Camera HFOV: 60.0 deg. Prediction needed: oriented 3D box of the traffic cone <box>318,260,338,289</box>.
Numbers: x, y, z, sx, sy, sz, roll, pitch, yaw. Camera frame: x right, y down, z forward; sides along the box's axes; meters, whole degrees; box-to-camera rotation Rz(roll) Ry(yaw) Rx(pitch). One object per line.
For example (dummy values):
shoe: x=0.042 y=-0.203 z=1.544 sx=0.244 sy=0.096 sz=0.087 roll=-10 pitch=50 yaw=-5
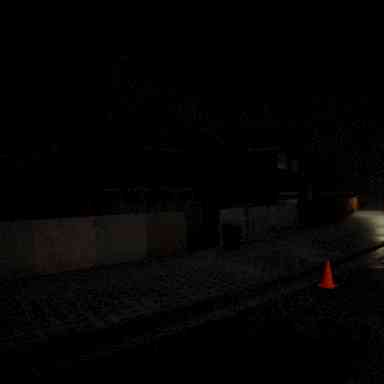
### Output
traffic cone: x=3.175 y=1.899 z=7.773 sx=0.340 sy=0.580 sz=0.340 roll=-1 pitch=0 yaw=-42
